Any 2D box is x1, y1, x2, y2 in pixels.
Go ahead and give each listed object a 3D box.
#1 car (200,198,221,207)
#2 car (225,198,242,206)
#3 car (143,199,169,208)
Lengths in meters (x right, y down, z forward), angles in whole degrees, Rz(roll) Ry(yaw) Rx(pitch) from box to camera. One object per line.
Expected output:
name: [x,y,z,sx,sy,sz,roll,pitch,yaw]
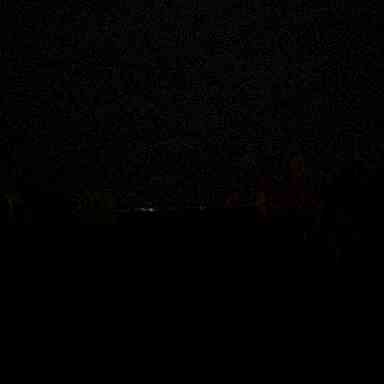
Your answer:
car: [3.366,1.909,59.375,1.837,1.490,4.892,-1,-1,36]
car: [8.314,2.025,66.380,1.812,1.442,4.674,-1,-1,35]
car: [-5.654,1.838,52.980,1.837,1.490,4.892,-1,-1,36]
